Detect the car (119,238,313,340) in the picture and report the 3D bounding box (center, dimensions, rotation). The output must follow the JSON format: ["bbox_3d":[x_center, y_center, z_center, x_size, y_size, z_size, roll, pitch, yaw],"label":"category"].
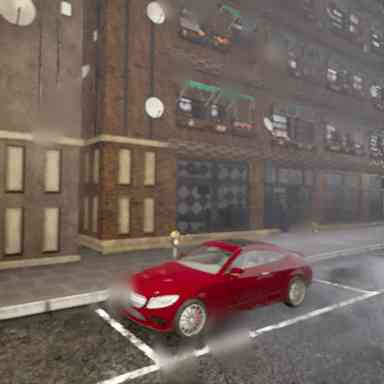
[{"bbox_3d":[0.684,1.622,6.550,4.206,1.307,1.802,1,0,-35],"label":"car"}]
